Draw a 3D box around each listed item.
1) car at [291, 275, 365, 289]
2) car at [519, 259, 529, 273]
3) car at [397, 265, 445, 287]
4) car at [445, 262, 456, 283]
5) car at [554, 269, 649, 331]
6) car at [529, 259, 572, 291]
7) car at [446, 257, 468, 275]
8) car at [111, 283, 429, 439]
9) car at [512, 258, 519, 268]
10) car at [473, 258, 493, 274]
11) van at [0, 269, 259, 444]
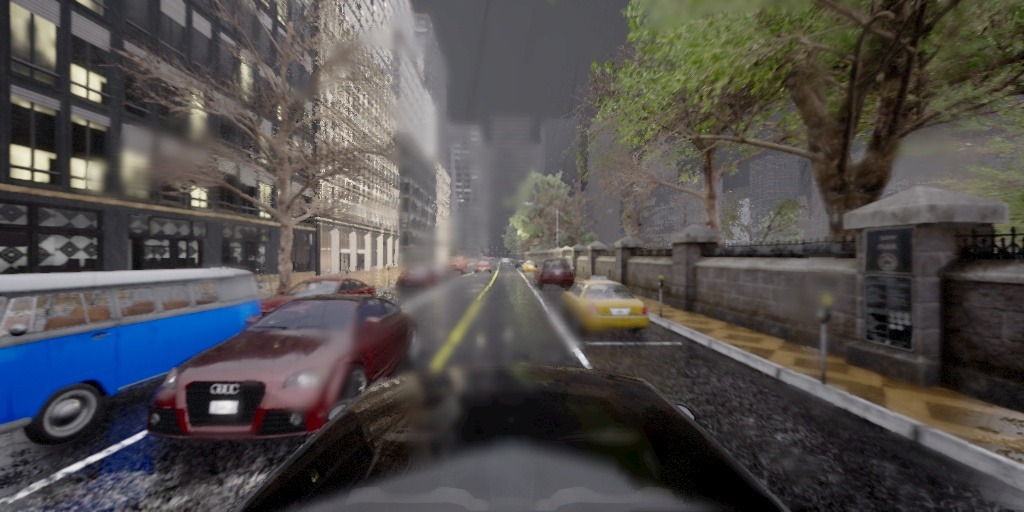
[{"bbox_3d":[-5.478,1.296,10.529,1.888,1.381,4.507,0,0,0],"label":"car"},{"bbox_3d":[2.104,1.260,44.090,1.751,1.417,4.829,0,0,-1],"label":"car"},{"bbox_3d":[-5.559,1.293,21.625,1.888,1.381,4.507,0,0,-1],"label":"car"},{"bbox_3d":[-5.626,1.328,27.175,1.802,1.307,4.207,0,0,-1],"label":"car"},{"bbox_3d":[2.546,1.274,10.805,1.751,1.417,4.829,0,0,0],"label":"car"},{"bbox_3d":[2.465,1.060,21.732,2.192,1.841,5.009,0,0,-1],"label":"car"},{"bbox_3d":[-5.803,1.056,38.269,2.192,1.841,5.009,0,0,-1],"label":"car"},{"bbox_3d":[-2.840,1.315,5.553,1.994,1.385,4.181,0,0,1],"label":"car"},{"bbox_3d":[1.396,1.250,58.467,1.812,1.442,4.674,0,0,-2],"label":"car"},{"bbox_3d":[-3.236,1.264,40.954,1.812,1.442,4.674,0,0,-1],"label":"car"},{"bbox_3d":[-5.462,1.093,4.983,1.690,1.789,3.998,0,0,0],"label":"van"}]
